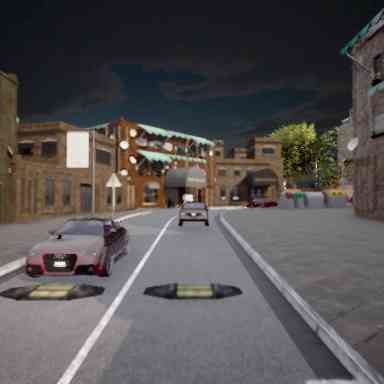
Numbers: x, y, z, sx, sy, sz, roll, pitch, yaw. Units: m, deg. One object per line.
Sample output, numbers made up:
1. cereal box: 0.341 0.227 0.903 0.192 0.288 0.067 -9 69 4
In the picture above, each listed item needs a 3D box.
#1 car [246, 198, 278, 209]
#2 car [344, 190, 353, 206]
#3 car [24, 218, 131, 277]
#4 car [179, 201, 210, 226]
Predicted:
1. car: 8.714 1.390 39.571 4.718 1.301 1.895 0 -1 -35
2. car: 21.038 0.664 39.093 2.435 2.045 5.566 -3 -1 -12
3. car: -3.080 1.471 9.761 1.994 1.385 4.181 0 1 0
4. car: 0.180 1.284 21.295 2.033 1.411 5.357 0 1 2
